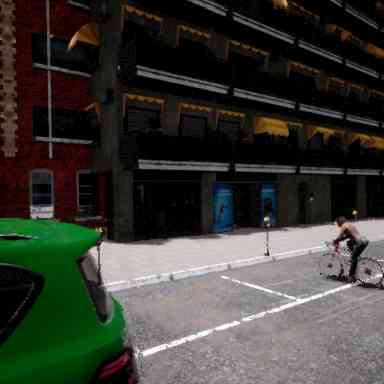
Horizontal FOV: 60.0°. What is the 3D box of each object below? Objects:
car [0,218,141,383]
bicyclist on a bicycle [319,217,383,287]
[{"bbox_3d":[-2.899,1.222,1.277,5.566,2.045,2.150,0,0,-35],"label":"car"},{"bbox_3d":[3.872,1.451,8.256,0.582,1.620,1.656,0,-2,-37],"label":"bicyclist on a bicycle"}]
